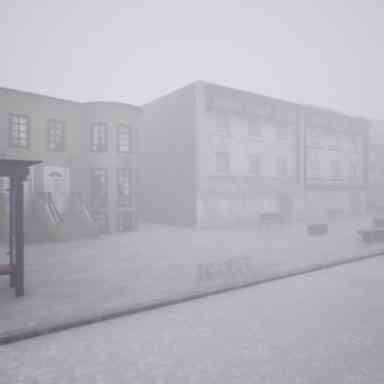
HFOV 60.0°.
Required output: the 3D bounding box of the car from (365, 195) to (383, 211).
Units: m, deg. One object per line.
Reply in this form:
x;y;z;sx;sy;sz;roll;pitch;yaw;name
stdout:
17.787;1.104;35.711;1.905;1.878;3.866;0;0;-26;car
